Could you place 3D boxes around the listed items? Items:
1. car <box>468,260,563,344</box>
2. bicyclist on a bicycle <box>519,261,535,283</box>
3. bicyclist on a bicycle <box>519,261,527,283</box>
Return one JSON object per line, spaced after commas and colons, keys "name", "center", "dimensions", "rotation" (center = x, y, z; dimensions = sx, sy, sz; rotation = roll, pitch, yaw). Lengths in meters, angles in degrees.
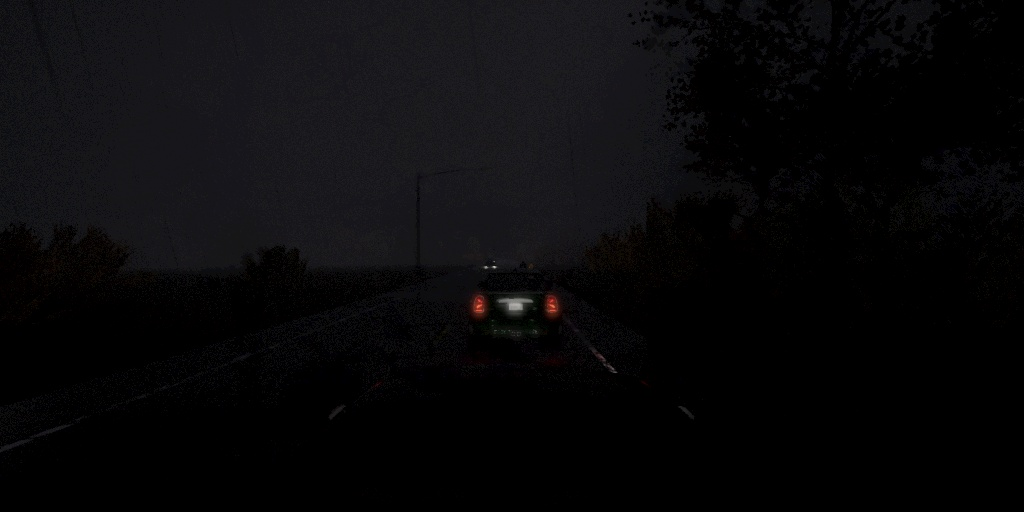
{"name": "car", "center": [0.073, 1.099, 9.751], "dimensions": [2.097, 1.767, 4.553], "rotation": [0, 0, 0]}
{"name": "bicyclist on a bicycle", "center": [0.905, 1.181, 17.095], "dimensions": [0.866, 1.612, 1.509], "rotation": [0, 0, 0]}
{"name": "bicyclist on a bicycle", "center": [0.843, 1.193, 27.212], "dimensions": [0.582, 1.620, 1.656], "rotation": [0, 0, 0]}
